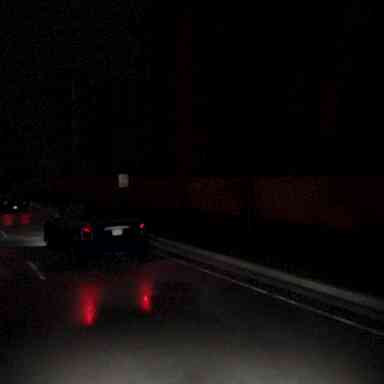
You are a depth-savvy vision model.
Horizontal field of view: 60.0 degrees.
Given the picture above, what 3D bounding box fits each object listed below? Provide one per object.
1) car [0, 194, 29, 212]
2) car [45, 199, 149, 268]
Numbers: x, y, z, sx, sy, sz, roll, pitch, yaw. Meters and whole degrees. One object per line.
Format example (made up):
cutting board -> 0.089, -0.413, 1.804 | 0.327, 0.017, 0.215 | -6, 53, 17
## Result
car -> -14.560, 0.808, 26.841 | 1.895, 1.301, 4.718 | -1, 2, -35
car -> -3.179, 1.038, 10.531 | 2.097, 1.767, 4.553 | -1, 2, -35
